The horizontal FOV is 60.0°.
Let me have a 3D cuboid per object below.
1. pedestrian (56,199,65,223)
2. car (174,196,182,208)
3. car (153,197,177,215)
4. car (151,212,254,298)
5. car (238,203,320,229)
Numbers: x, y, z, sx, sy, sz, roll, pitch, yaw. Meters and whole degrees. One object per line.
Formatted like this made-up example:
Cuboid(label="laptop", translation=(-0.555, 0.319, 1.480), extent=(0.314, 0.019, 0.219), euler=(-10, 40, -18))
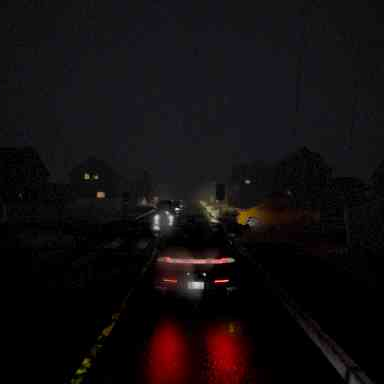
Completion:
Cuboid(label="pedestrian", translation=(-9.845, 1.407, 24.850), extent=(0.375, 1.860, 0.375), euler=(0, -3, -1))
Cuboid(label="car", translation=(-2.897, 1.765, 51.642), extent=(1.895, 1.301, 4.718), euler=(0, 0, 0))
Cuboid(label="car", translation=(-2.906, 1.618, 35.898), extent=(1.812, 1.442, 4.674), euler=(0, 0, 0))
Cuboid(label="car", translation=(0.129, 1.503, 8.523), extent=(2.128, 1.511, 4.902), euler=(0, 0, 1))
Cuboid(label="car", translation=(5.293, 1.453, 20.644), extent=(5.008, 1.535, 1.882), euler=(-1, -2, 12))
